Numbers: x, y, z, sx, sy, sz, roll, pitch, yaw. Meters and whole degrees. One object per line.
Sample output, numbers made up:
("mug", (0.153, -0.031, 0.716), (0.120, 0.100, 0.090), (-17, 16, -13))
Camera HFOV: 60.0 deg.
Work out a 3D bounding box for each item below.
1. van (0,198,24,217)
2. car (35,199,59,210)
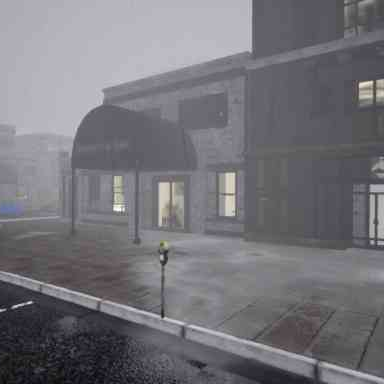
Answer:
("van", (-17.346, 1.416, 29.866), (1.690, 1.788, 3.998), (0, 0, 35))
("car", (-17.976, 1.572, 43.594), (1.752, 1.417, 4.829), (0, 0, 35))
